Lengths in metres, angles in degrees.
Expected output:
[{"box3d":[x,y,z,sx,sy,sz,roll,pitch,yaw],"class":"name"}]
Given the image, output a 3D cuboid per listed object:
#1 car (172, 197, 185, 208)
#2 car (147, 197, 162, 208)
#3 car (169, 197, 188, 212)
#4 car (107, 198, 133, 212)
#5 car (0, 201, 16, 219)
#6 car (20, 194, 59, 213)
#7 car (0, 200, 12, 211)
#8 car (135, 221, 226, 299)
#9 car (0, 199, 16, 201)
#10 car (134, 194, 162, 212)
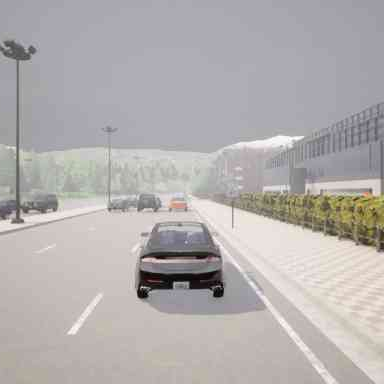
[{"box3d":[-2.002,1.505,49.736,1.837,1.490,4.892,0,0,-2],"class":"car"},{"box3d":[-5.498,1.478,49.575,1.882,1.535,5.008,0,0,-2],"class":"car"},{"box3d":[-1.618,1.352,39.687,2.097,1.767,4.553,0,0,-2],"class":"car"},{"box3d":[-8.603,1.547,39.147,2.033,1.411,5.357,0,0,-2],"class":"car"},{"box3d":[-16.184,1.601,26.146,1.895,1.301,4.718,0,0,-2],"class":"car"},{"box3d":[-16.570,1.221,36.632,2.150,2.045,5.566,0,0,-3],"class":"car"},{"box3d":[-23.663,1.601,39.755,1.895,1.301,4.718,0,0,-2],"class":"car"},{"box3d":[-0.307,1.492,8.496,2.128,1.511,4.902,0,0,-3],"class":"car"},{"box3d":[-20.032,1.504,35.438,1.837,1.490,4.892,0,0,-2],"class":"car"},{"box3d":[-5.091,1.221,38.895,2.150,2.045,5.566,0,0,-2],"class":"car"}]
